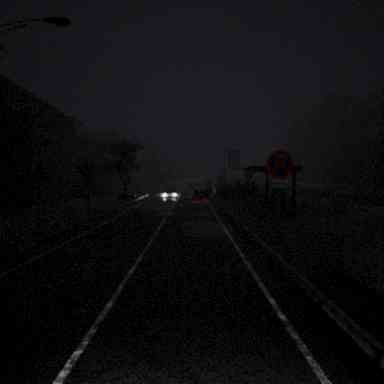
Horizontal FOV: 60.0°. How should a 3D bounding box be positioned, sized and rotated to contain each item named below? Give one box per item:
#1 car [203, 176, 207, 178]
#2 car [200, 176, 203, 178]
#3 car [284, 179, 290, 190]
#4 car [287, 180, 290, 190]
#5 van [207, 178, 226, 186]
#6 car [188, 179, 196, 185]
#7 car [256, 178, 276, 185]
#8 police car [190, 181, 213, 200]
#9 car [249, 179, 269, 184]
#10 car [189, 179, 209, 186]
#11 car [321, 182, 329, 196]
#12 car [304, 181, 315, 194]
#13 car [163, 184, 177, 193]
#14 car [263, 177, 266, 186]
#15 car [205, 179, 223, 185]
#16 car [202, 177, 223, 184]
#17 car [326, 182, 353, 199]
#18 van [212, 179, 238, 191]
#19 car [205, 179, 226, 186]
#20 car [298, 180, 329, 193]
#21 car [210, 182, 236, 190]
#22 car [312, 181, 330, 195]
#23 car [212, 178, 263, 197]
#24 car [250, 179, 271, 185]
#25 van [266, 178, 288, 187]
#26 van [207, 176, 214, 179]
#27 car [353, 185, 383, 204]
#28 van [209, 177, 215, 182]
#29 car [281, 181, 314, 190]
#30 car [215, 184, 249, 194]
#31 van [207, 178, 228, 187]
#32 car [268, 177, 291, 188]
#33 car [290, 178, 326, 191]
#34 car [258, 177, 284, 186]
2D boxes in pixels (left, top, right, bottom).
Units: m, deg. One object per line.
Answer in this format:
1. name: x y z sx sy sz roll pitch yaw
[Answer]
1. car: 5.662 -2.090 73.252 5.566 2.045 2.435 0 3 0
2. car: 5.638 -3.065 90.044 5.566 2.045 2.435 0 3 0
3. car: 18.787 -0.967 57.213 5.008 1.535 2.097 0 3 0
4. car: 18.790 -0.824 54.439 4.892 1.521 2.231 0 3 0
5. van: 5.799 -2.390 78.852 4.442 1.987 1.878 0 3 0
6. car: -0.004 -2.718 88.342 1.837 1.490 4.892 0 3 0
7. car: 18.784 -2.647 84.926 4.553 1.767 2.185 0 3 0
8. police car: 0.973 -0.046 37.873 1.930 1.638 5.238 0 3 0
9. car: 18.747 -3.003 93.247 4.892 1.521 2.231 0 3 0
10. car: 0.972 -0.623 47.729 2.097 1.767 4.553 0 3 0
11. car: 18.845 -0.100 40.581 4.792 1.488 2.163 0 3 0
12. car: 18.813 -0.408 46.123 5.008 1.535 2.097 0 3 0
13. car: -3.329 -0.527 50.750 1.895 1.301 4.718 0 3 0
14. car: 18.801 -1.969 71.063 5.566 2.045 2.435 0 3 0
15. car: 5.668 -2.612 87.263 4.674 1.452 2.002 0 3 0
16. car: 5.634 -3.227 92.843 5.566 2.045 2.435 0 3 0
17. car: 18.634 0.006 37.807 5.366 1.575 1.946 0 3 0
18. van: 5.826 -1.294 59.254 4.442 1.987 1.878 0 3 0
19. car: 5.672 -2.326 81.664 4.892 1.521 2.231 0 3 0
20. car: 18.809 -0.547 48.896 5.008 1.535 2.097 0 3 0
21. car: 5.735 -1.184 62.066 4.792 1.488 2.163 0 3 0
22. car: 18.818 -0.268 43.351 4.892 1.521 2.231 0 3 0
23. car: 5.705 -0.470 42.452 5.566 2.045 2.435 0 3 0
24. car: 18.560 -2.846 90.474 5.366 1.575 1.946 0 3 0
25. van: 18.886 -2.104 73.836 4.442 1.987 1.878 0 3 0
26. van: 5.811 -1.903 70.458 4.442 1.987 1.878 0 3 0
27. car: 18.798 0.317 32.264 4.792 1.488 2.163 0 3 0
28. van: 5.597 -1.148 56.456 4.442 1.987 1.878 0 3 0
29. car: 18.973 -1.114 59.987 5.366 1.575 1.946 0 3 0
30. car: 5.728 -0.460 48.066 4.674 1.452 2.002 0 3 0
31. van: 5.803 -2.228 76.053 4.442 1.987 1.878 0 3 0
32. car: 18.748 -1.813 68.290 5.566 2.045 2.435 0 3 0
33. car: 18.771 -0.937 51.655 5.566 2.045 2.435 0 3 0
34. car: 18.790 -2.451 79.376 5.566 2.045 2.435 0 3 0
